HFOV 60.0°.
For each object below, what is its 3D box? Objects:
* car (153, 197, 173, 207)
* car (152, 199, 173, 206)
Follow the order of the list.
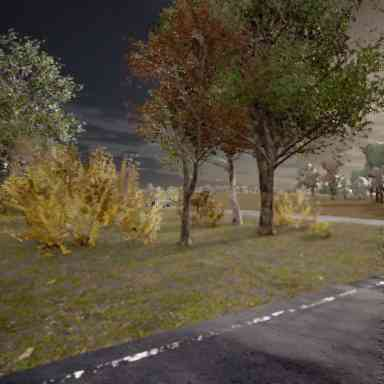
[{"bbox_3d":[-5.129,1.654,56.602,2.097,1.767,4.553,1,-1,-34],"label":"car"},{"bbox_3d":[-5.679,1.961,62.792,1.895,1.301,4.718,1,-1,-34],"label":"car"}]
